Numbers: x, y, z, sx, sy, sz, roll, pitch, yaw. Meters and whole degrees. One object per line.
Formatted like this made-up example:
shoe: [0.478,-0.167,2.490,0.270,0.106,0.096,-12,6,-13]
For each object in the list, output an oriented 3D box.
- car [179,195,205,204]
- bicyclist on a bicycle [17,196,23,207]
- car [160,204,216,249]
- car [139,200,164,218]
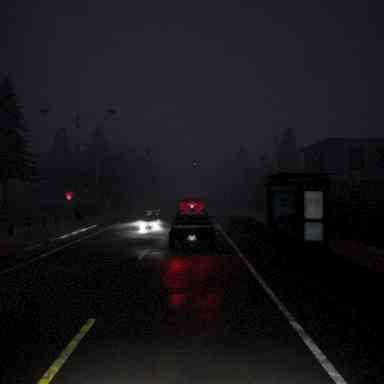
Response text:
car: [0.000,1.257,29.680,2.150,2.045,5.566,0,0,0]
bicyclist on a bicycle: [-23.559,1.314,45.484,0.582,1.620,1.656,0,0,-2]
car: [0.000,1.494,14.650,2.128,1.511,4.902,0,0,0]
car: [-3.500,1.519,29.660,2.128,1.511,4.902,0,0,0]
